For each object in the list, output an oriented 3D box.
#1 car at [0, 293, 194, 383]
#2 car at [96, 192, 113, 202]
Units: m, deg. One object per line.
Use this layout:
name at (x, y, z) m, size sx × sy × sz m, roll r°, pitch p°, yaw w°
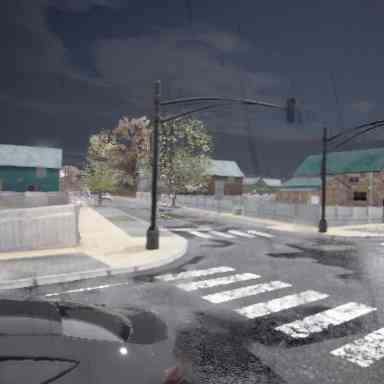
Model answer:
car at (-2.141, 1.517, 2.021) m, size 4.674 × 1.442 × 1.812 m, roll 1°, pitch -1°, yaw -36°
car at (-14.597, 0.851, 56.230) m, size 1.812 × 1.442 × 4.674 m, roll 2°, pitch 0°, yaw -21°
